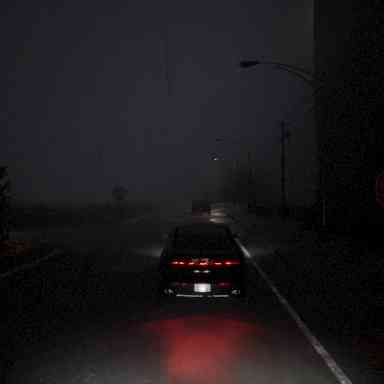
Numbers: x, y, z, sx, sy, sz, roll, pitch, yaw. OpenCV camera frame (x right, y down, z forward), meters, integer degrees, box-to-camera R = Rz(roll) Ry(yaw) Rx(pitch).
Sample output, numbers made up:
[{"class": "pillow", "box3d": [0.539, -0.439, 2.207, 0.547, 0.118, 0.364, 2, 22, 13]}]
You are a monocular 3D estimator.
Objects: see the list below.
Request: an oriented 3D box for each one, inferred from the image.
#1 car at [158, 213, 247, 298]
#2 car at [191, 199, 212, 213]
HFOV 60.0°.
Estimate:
[{"class": "car", "box3d": [0.257, 1.505, 8.500, 1.837, 1.490, 4.892, 0, 0, 2]}, {"class": "car", "box3d": [1.033, 1.477, 34.887, 1.882, 1.535, 5.008, 0, 0, 5]}]
